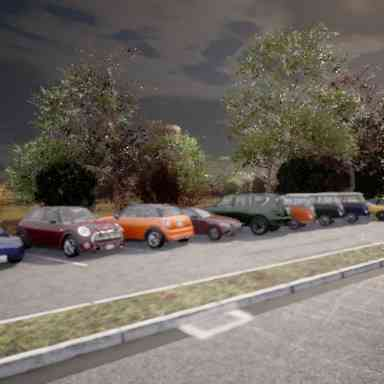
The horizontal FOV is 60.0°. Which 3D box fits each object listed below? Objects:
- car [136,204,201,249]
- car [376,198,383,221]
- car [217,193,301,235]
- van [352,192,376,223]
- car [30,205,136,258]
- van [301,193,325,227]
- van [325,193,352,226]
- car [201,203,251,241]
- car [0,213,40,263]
[{"bbox_3d":[-2.218,1.308,14.451,4.553,1.767,2.185,-1,0,34],"label":"car"},{"bbox_3d":[12.411,1.238,24.801,5.366,1.575,1.946,-1,-1,34],"label":"car"},{"bbox_3d":[2.564,1.120,17.962,5.566,2.045,2.435,-1,0,34],"label":"car"},{"bbox_3d":[9.935,1.048,23.105,4.442,1.987,1.878,-1,-1,34],"label":"van"},{"bbox_3d":[-4.682,1.341,12.755,4.553,1.767,2.185,-1,-1,34],"label":"car"},{"bbox_3d":[5.104,1.111,19.622,4.442,1.987,1.878,-1,-1,34],"label":"van"},{"bbox_3d":[7.519,1.080,21.363,4.442,1.987,1.878,-1,-1,34],"label":"van"},{"bbox_3d":[0.178,1.443,16.212,4.674,1.452,2.002,-1,-1,34],"label":"car"},{"bbox_3d":[-7.385,1.531,10.745,4.792,1.488,2.163,-1,-1,34],"label":"car"}]
